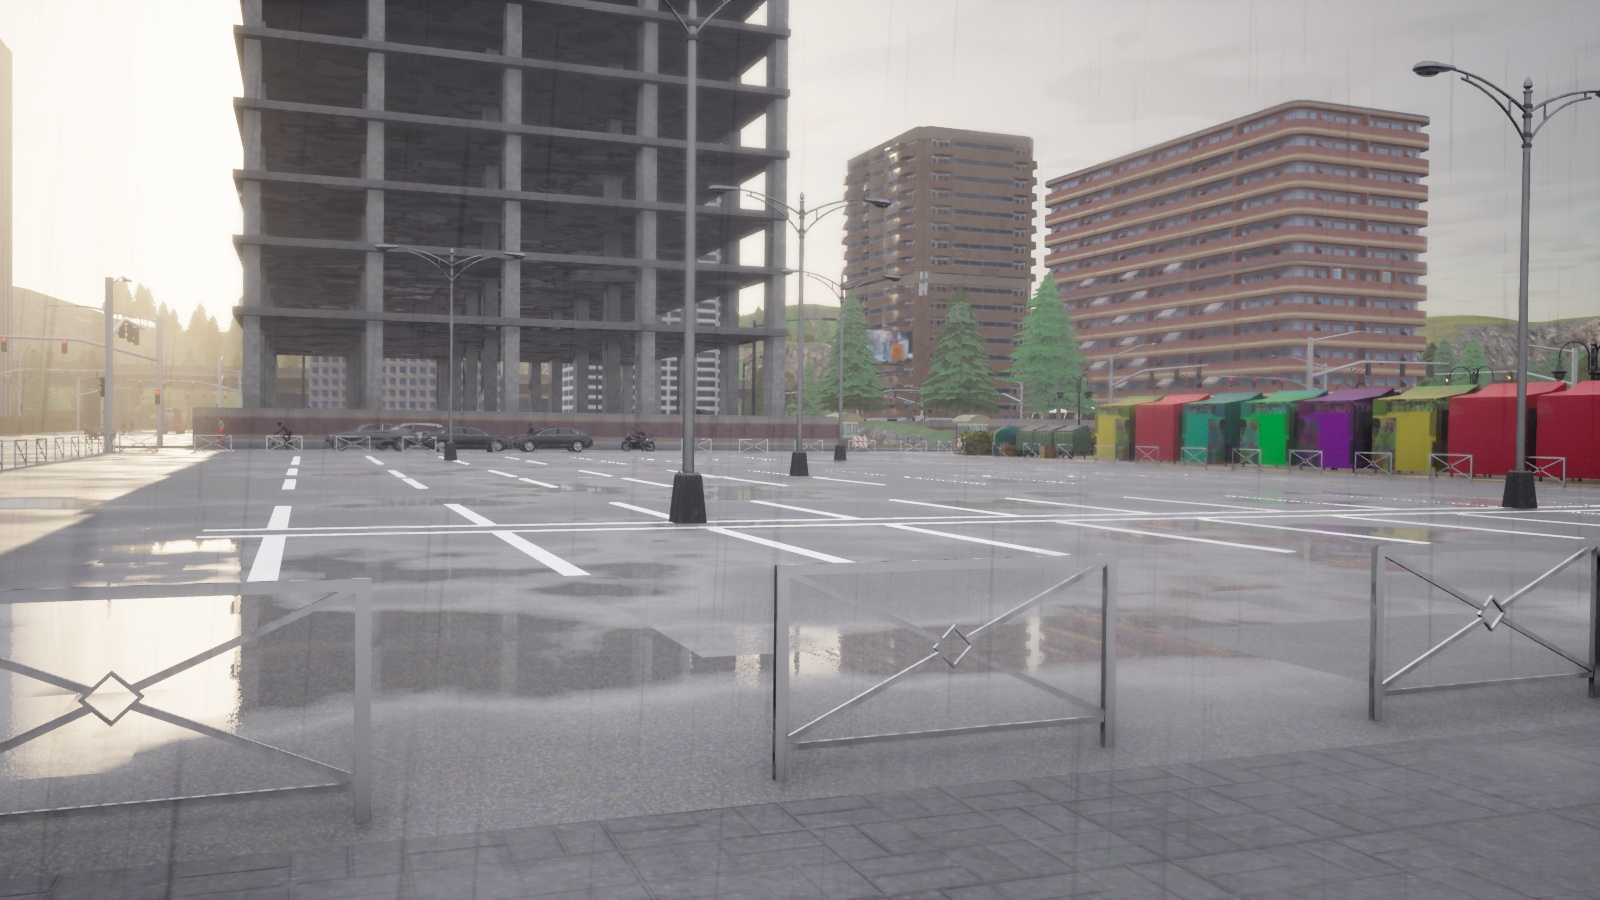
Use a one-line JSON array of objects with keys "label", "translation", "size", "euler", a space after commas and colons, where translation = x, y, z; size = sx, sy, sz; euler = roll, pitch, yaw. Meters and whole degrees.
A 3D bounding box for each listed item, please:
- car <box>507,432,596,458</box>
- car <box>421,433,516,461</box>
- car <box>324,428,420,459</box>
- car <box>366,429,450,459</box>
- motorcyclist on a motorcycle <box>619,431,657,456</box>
[{"label": "car", "translation": [-14.821, -0.311, 74.886], "size": [4.892, 1.490, 1.837], "euler": [-1, 1, -22]}, {"label": "car", "translation": [-18.397, -0.187, 69.686], "size": [4.892, 1.490, 1.837], "euler": [-1, 1, -22]}, {"label": "car", "translation": [-24.227, -0.374, 71.120], "size": [5.027, 1.651, 2.152], "euler": [-1, 1, -22]}, {"label": "car", "translation": [-23.501, -0.382, 75.183], "size": [4.611, 1.667, 2.242], "euler": [-1, 1, -22]}, {"label": "motorcyclist on a motorcycle", "translation": [-10.375, -0.419, 80.431], "size": [2.191, 1.530, 0.866], "euler": [-1, 1, -22]}]
